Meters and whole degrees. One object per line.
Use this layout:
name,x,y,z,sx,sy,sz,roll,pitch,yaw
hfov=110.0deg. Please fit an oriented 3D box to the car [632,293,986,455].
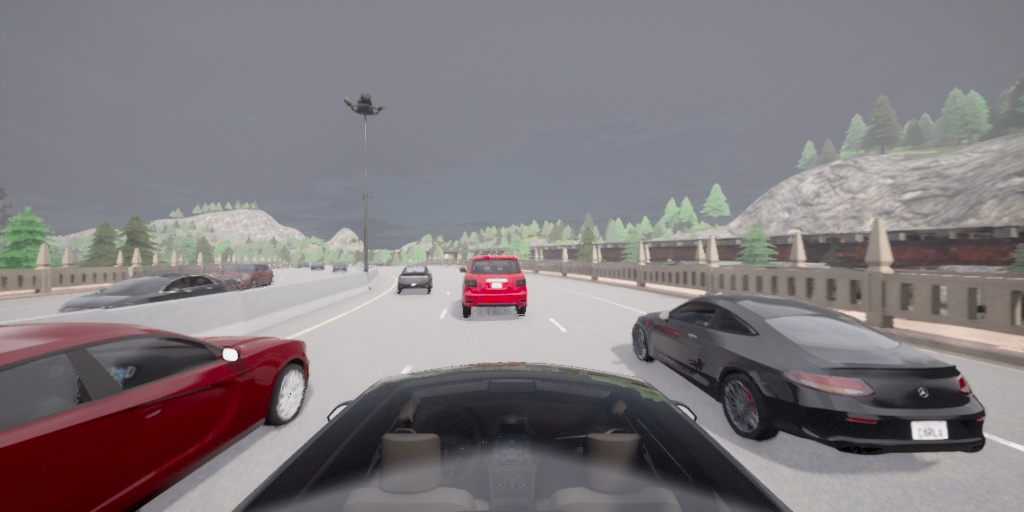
car,3.350,1.271,5.243,1.812,1.442,4.674,0,0,-2

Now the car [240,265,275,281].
car,-24.904,1.596,35.257,1.994,1.385,4.181,0,0,-23

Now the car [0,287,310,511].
car,-3.553,1.245,2.684,1.882,1.535,5.008,0,0,-1

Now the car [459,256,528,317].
car,-0.794,1.010,13.649,2.150,2.045,5.566,0,0,-7

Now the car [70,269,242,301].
car,-11.345,1.342,11.565,1.837,1.490,4.892,0,0,-7

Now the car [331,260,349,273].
car,-23.807,1.566,49.777,1.837,1.490,4.892,0,0,-25

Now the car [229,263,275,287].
car,-16.973,1.270,22.811,2.097,1.767,4.553,0,0,-15

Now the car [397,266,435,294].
car,-5.660,1.330,21.329,2.128,1.511,4.902,0,0,-11
